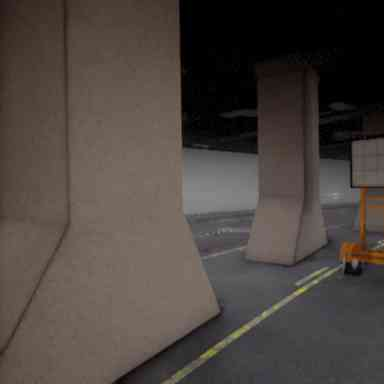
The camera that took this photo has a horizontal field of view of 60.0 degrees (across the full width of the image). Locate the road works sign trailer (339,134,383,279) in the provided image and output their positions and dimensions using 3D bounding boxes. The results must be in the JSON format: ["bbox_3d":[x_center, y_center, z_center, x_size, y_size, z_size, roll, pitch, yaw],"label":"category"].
[{"bbox_3d":[5.340,0.286,8.391,2.380,3.560,2.880,0,1,45],"label":"road works sign trailer"}]
